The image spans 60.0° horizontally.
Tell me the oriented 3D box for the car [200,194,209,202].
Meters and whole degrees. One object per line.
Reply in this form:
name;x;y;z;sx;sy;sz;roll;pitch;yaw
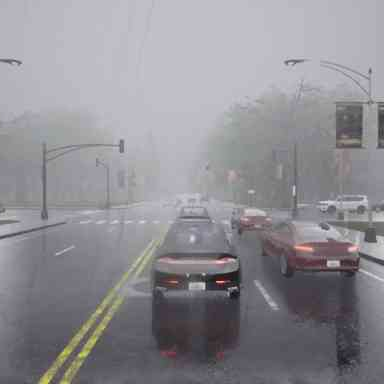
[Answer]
car;3.138;1.642;82.558;2.150;2.045;5.566;0;-1;0

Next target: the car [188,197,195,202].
car;-0.127;1.965;92.940;1.994;1.385;4.181;0;-1;0

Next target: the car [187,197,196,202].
car;-0.111;1.893;82.487;1.882;1.535;5.008;0;-1;0

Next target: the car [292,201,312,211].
car;14.811;1.772;40.764;4.718;1.301;1.895;0;0;0

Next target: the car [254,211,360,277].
car;3.332;1.533;10.162;1.812;1.442;4.674;0;0;0

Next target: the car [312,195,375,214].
car;17.056;1.399;37.541;5.566;2.045;2.150;0;0;-1

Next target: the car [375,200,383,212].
car;23.943;1.695;40.849;5.008;1.535;1.882;0;0;0

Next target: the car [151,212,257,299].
car;0.088;1.496;8.444;2.128;1.511;4.902;0;0;0

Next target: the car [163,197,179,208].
car;-3.414;1.760;51.999;1.895;1.301;4.718;0;0;0

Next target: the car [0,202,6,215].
car;-20.182;1.224;30.508;5.566;2.045;2.150;0;0;-1

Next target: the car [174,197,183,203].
car;-3.361;1.945;81.739;2.033;1.411;5.357;0;-1;0

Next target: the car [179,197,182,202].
car;-3.399;1.705;61.351;2.128;1.511;4.902;0;0;1

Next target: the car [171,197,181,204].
car;-3.347;1.850;71.262;1.994;1.385;4.181;0;-1;0

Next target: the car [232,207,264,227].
car;3.335;1.555;18.970;1.812;1.442;4.674;0;0;1

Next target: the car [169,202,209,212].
car;0.077;1.517;17.851;2.128;1.511;4.902;0;0;0
